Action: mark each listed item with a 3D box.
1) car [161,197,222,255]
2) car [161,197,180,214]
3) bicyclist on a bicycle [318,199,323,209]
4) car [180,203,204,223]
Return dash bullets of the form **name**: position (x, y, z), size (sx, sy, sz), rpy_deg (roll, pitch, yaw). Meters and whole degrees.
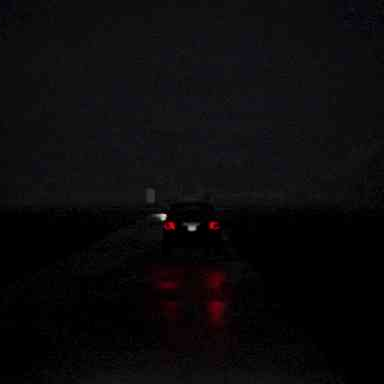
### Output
- **car**: position (0.003, 1.356, 14.033), size (2.150, 2.045, 5.566), rpy_deg (0, 0, 0)
- **car**: position (-2.744, 1.667, 43.705), size (2.150, 2.045, 5.566), rpy_deg (0, -1, 0)
- **bicyclist on a bicycle**: position (19.957, 1.895, 51.801), size (0.582, 1.620, 1.656), rpy_deg (0, -1, 0)
- **car**: position (0.010, 1.783, 29.493), size (1.882, 1.535, 5.008), rpy_deg (0, 0, 0)
